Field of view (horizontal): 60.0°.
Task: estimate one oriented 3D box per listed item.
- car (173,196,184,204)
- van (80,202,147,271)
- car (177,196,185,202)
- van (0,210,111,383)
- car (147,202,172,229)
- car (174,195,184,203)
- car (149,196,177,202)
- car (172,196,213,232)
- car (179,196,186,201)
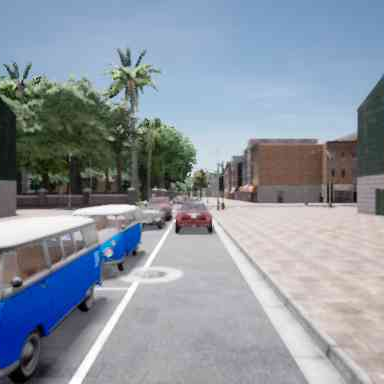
[{"bbox_3d":[-2.639,1.530,65.108,1.967,1.590,4.097,0,0,0],"label":"car"},{"bbox_3d":[-2.638,1.338,10.567,1.690,1.788,3.998,0,0,0],"label":"van"},{"bbox_3d":[-2.639,1.752,82.173,1.802,1.307,4.206,0,0,0],"label":"car"},{"bbox_3d":[-2.638,1.340,5.102,1.690,1.788,3.998,0,0,0],"label":"van"},{"bbox_3d":[-2.637,1.546,21.495,2.008,1.369,4.403,0,0,0],"label":"car"},{"bbox_3d":[-2.638,1.554,70.796,1.967,1.590,4.097,0,0,0],"label":"car"},{"bbox_3d":[-2.638,1.312,26.959,2.192,1.841,5.009,0,0,0],"label":"car"},{"bbox_3d":[0.101,1.348,20.136,2.097,1.767,4.553,0,0,0],"label":"car"},{"bbox_3d":[-2.639,1.787,93.550,2.008,1.369,4.403,0,0,0],"label":"car"}]
